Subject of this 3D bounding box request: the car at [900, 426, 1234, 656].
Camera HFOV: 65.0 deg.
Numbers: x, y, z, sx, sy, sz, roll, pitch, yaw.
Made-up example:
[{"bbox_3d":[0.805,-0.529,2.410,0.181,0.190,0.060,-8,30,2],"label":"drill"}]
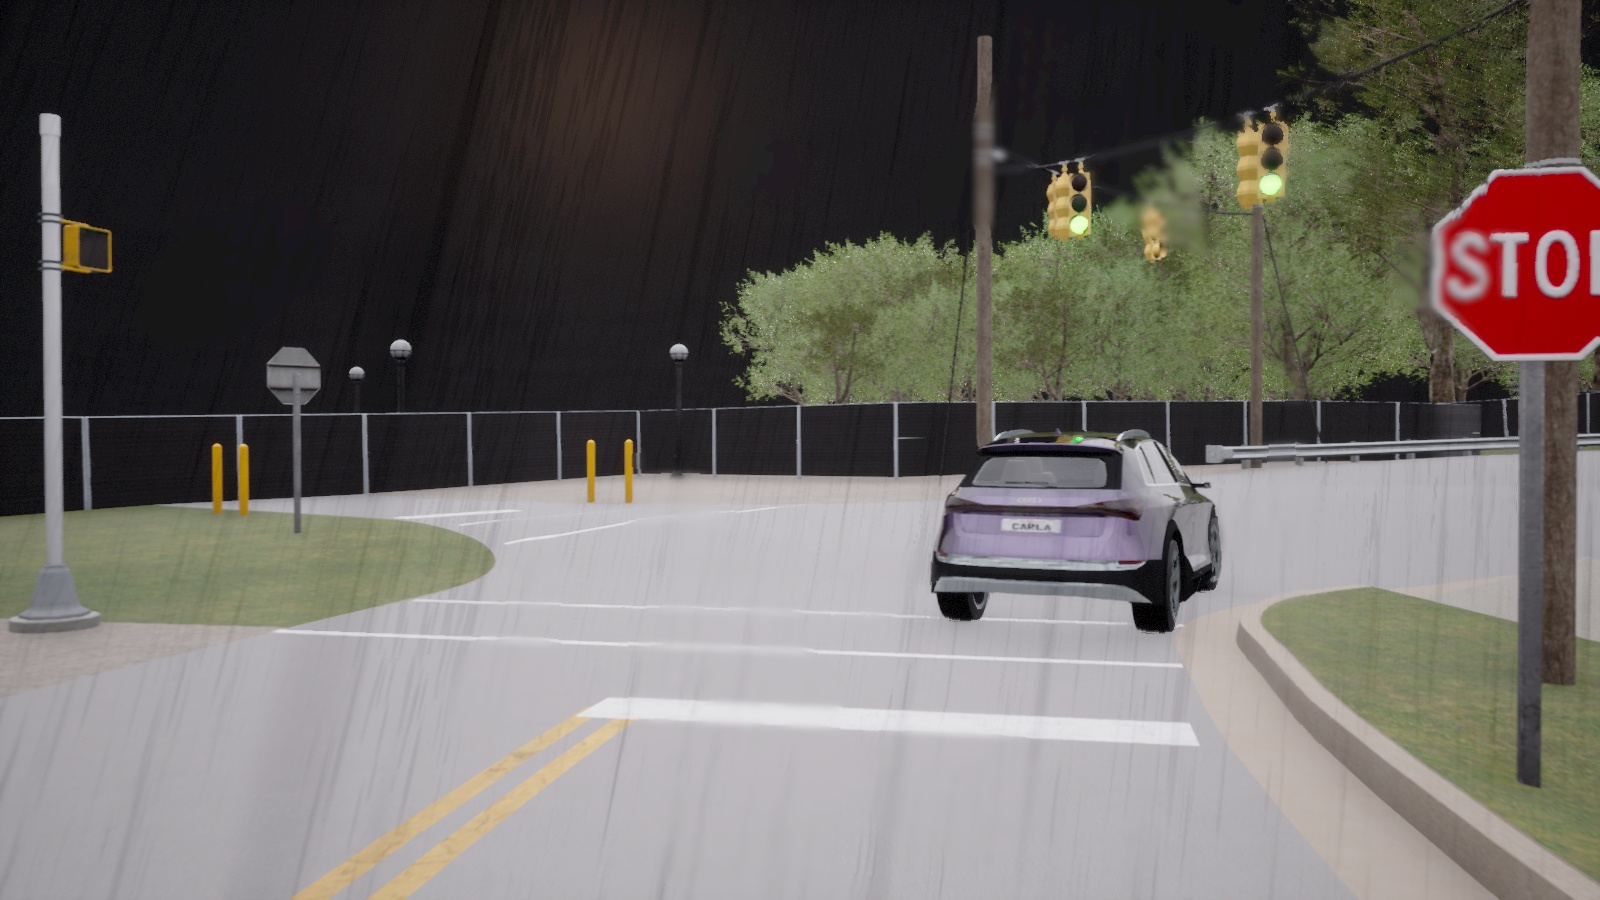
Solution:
[{"bbox_3d":[2.715,0.622,11.655,2.033,1.649,4.856,0,1,24],"label":"car"}]
